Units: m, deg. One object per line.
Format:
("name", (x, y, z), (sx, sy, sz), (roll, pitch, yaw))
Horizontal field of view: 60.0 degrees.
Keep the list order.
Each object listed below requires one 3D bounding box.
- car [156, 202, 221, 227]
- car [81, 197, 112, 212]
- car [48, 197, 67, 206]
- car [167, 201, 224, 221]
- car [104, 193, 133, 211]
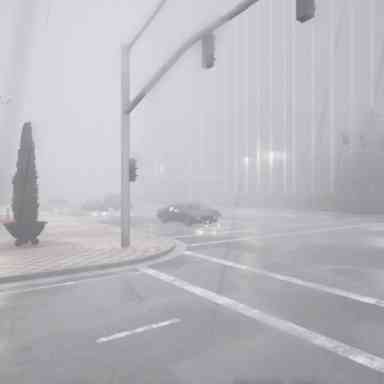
("car", (-0.539, 1.544, 23.444), (2.033, 1.411, 5.357), (0, 0, -36))
("car", (-11.186, 1.561, 38.159), (1.994, 1.385, 4.181), (0, 0, -36))
("car", (-20.879, 1.398, 51.708), (1.895, 1.301, 4.718), (0, 0, -36))
("car", (0.158, 1.544, 28.446), (2.033, 1.411, 5.357), (0, 0, -36))
("car", (-9.347, 1.215, 41.586), (2.150, 2.045, 5.566), (0, 0, -36))
